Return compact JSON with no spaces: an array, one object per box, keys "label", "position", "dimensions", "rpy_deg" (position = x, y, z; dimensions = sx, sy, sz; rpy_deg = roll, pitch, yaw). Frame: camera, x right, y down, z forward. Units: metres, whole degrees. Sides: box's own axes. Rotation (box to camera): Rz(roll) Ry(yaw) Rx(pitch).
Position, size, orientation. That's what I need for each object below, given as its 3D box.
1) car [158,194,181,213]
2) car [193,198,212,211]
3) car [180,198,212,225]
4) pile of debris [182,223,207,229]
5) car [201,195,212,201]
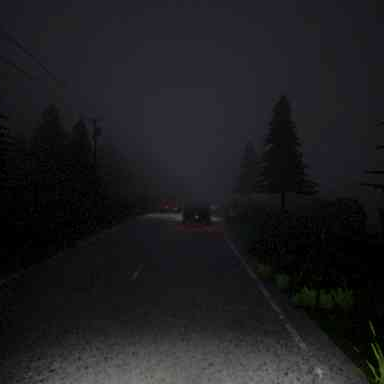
[{"label":"car","position":[-2.366,1.232,37.332],"dimensions":[2.150,2.045,5.566],"rpy_deg":[0,0,4]},{"label":"car","position":[1.437,1.512,42.215],"dimensions":[2.128,1.511,4.902],"rpy_deg":[0,0,5]},{"label":"car","position":[0.377,1.490,24.431],"dimensions":[1.882,1.535,5.008],"rpy_deg":[0,0,2]},{"label":"pile of debris","position":[0.164,2.185,21.403],"dimensions":[1.500,0.140,1.860],"rpy_deg":[0,0,1]},{"label":"car","position":[3.376,1.384,78.836],"dimensions":[1.895,1.301,4.718],"rpy_deg":[0,0,11]}]
